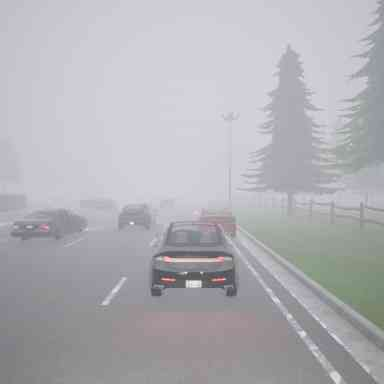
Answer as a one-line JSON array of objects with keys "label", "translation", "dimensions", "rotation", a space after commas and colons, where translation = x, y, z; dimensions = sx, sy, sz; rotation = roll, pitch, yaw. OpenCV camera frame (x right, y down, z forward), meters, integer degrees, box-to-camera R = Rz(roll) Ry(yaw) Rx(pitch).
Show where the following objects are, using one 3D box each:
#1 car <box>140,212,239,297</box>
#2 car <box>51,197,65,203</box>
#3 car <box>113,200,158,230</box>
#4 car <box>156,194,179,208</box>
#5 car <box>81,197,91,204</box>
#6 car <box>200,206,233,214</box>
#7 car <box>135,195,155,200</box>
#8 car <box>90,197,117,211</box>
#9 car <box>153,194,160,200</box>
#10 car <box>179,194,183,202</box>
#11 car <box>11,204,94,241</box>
[{"label": "car", "translation": [0.050, 1.491, 8.585], "dimensions": [2.128, 1.511, 4.902], "rotation": [0, 0, 0]}, {"label": "car", "translation": [-28.017, 1.595, 69.201], "dimensions": [1.895, 1.301, 4.718], "rotation": [0, 0, -35]}, {"label": "car", "translation": [-3.406, 1.504, 21.209], "dimensions": [1.837, 1.490, 4.892], "rotation": [0, 0, 0]}, {"label": "car", "translation": [-3.414, 1.491, 46.967], "dimensions": [2.128, 1.511, 4.902], "rotation": [0, 0, 0]}, {"label": "car", "translation": [-13.914, 1.477, 46.303], "dimensions": [1.882, 1.535, 5.008], "rotation": [0, 0, 0]}, {"label": "car", "translation": [1.219, 1.478, 17.927], "dimensions": [1.882, 1.535, 5.008], "rotation": [0, 0, 0]}, {"label": "car", "translation": [-6.929, 1.525, 48.362], "dimensions": [1.812, 1.442, 4.674], "rotation": [0, 0, 0]}, {"label": "car", "translation": [-10.412, 1.491, 40.857], "dimensions": [2.128, 1.511, 4.902], "rotation": [0, 0, 0]}, {"label": "car", "translation": [-7.021, 1.477, 74.095], "dimensions": [1.882, 1.535, 5.008], "rotation": [0, 0, 0]}, {"label": "car", "translation": [-3.517, 1.477, 73.557], "dimensions": [1.882, 1.535, 5.008], "rotation": [0, 0, 0]}, {"label": "car", "translation": [-6.905, 1.547, 16.713], "dimensions": [2.033, 1.411, 5.357], "rotation": [0, 0, 0]}]
